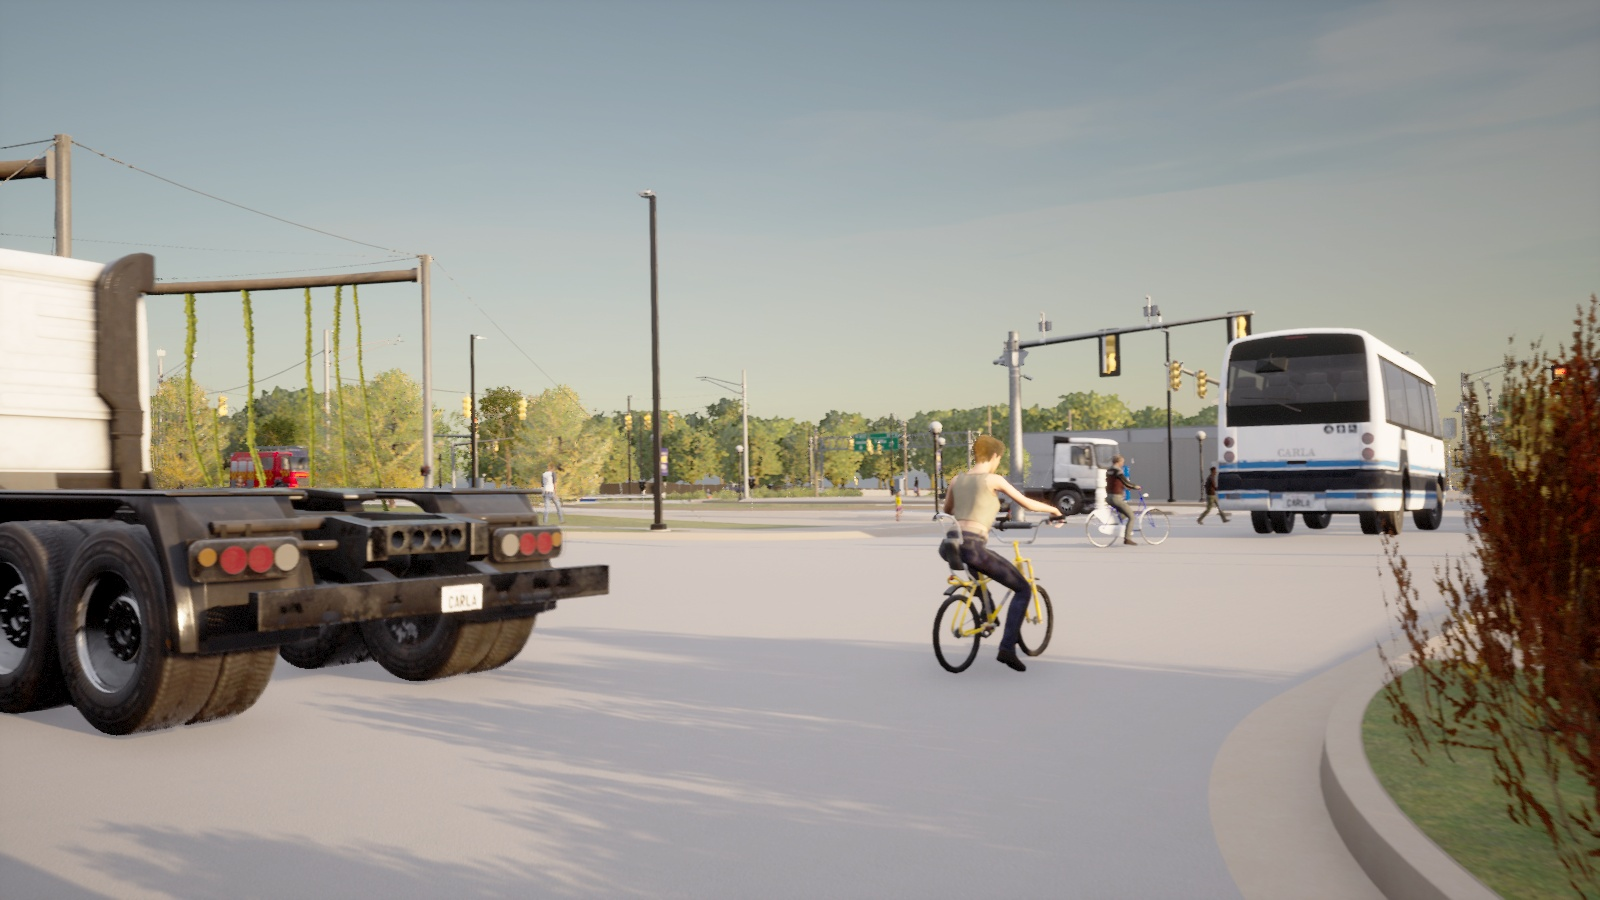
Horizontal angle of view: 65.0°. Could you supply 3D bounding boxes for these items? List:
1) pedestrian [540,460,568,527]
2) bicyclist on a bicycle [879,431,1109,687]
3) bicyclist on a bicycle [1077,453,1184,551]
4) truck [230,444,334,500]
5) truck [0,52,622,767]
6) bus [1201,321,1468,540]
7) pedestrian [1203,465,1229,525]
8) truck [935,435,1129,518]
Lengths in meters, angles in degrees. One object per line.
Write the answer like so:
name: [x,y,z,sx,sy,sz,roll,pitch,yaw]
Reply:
pedestrian: [-6.735,1.187,34.398,0.354,1.836,0.706,-2,-1,31]
bicyclist on a bicycle: [1.377,0.702,8.782,0.866,1.612,1.509,-2,-2,42]
bicyclist on a bicycle: [6.326,0.981,24.032,1.843,1.776,0.659,-1,-1,-16]
truck: [-36.720,1.574,88.886,8.468,3.827,2.891,-1,-2,38]
truck: [-5.332,-0.128,9.439,7.936,3.462,2.891,-1,-2,33]
bus: [12.996,-0.160,29.759,3.944,4.253,10.273,-2,-3,34]
pedestrian: [12.799,1.389,38.592,0.703,1.840,0.431,-1,-1,20]
truck: [10.209,1.124,55.640,7.936,3.462,2.891,0,-1,34]
